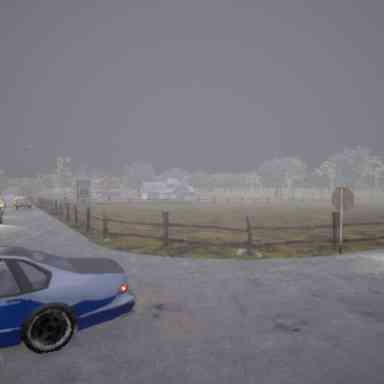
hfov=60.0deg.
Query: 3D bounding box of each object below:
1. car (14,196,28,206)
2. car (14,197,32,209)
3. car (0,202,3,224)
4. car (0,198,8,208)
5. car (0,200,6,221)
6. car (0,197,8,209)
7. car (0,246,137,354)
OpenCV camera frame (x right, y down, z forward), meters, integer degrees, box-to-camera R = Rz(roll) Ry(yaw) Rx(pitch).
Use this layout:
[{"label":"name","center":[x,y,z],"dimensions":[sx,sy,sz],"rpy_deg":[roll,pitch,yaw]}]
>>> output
[{"label":"car","center":[-27.697,1.459,53.747],"dimensions":[1.882,1.535,5.008],"rpy_deg":[0,0,-29]},{"label":"car","center":[-22.501,1.529,44.429],"dimensions":[2.033,1.411,5.357],"rpy_deg":[0,0,-28]},{"label":"car","center":[-10.112,1.467,15.499],"dimensions":[1.882,1.535,5.008],"rpy_deg":[0,0,-28]},{"label":"car","center":[-19.839,1.463,33.404],"dimensions":[1.882,1.535,5.008],"rpy_deg":[0,0,-28]},{"label":"car","center":[-14.858,1.551,24.206],"dimensions":[1.994,1.385,4.181],"rpy_deg":[0,0,-29]},{"label":"car","center":[-27.229,1.530,47.130],"dimensions":[2.033,1.411,5.357],"rpy_deg":[0,0,-28]},{"label":"car","center":[-3.555,1.544,4.756],"dimensions":[5.357,1.411,2.033],"rpy_deg":[0,0,-28]}]
